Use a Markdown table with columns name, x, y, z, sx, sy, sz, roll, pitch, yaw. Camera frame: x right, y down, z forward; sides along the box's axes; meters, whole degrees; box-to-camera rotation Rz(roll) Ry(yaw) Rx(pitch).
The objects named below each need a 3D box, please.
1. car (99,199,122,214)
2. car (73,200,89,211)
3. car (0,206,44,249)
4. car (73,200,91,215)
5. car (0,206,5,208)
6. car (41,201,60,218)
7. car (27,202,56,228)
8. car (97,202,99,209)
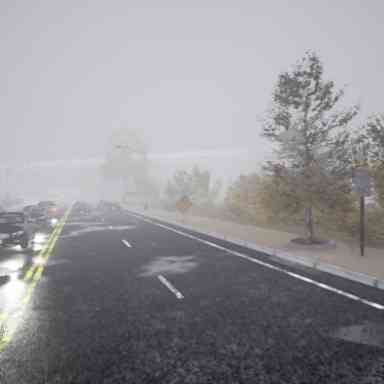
| name | x | y | z | sx | sy | sz | roll | pitch | yaw |
| --- | --- | --- | --- | --- | --- | --- | --- | --- | --- |
| car | -9.258 | 1.731 | 38.249 | 1.994 | 1.385 | 4.181 | -2 | 0 | -19 |
| car | -15.905 | 1.897 | 47.626 | 1.994 | 1.385 | 4.181 | -2 | 0 | -19 |
| car | -8.295 | 1.677 | 15.172 | 2.128 | 1.511 | 4.902 | -2 | 0 | -19 |
| car | -12.443 | 1.854 | 37.524 | 1.895 | 1.301 | 4.718 | -2 | 0 | -19 |
| car | -15.225 | 1.853 | 25.421 | 1.837 | 1.490 | 4.892 | -2 | 0 | -18 |
| car | -14.480 | 1.666 | 33.238 | 2.097 | 1.767 | 4.553 | -2 | 0 | -19 |
| car | -11.294 | 1.738 | 23.944 | 2.128 | 1.511 | 4.902 | -2 | 0 | -19 |
| car | -12.737 | 1.739 | 48.388 | 2.128 | 1.511 | 4.902 | -2 | 0 | -19 |
